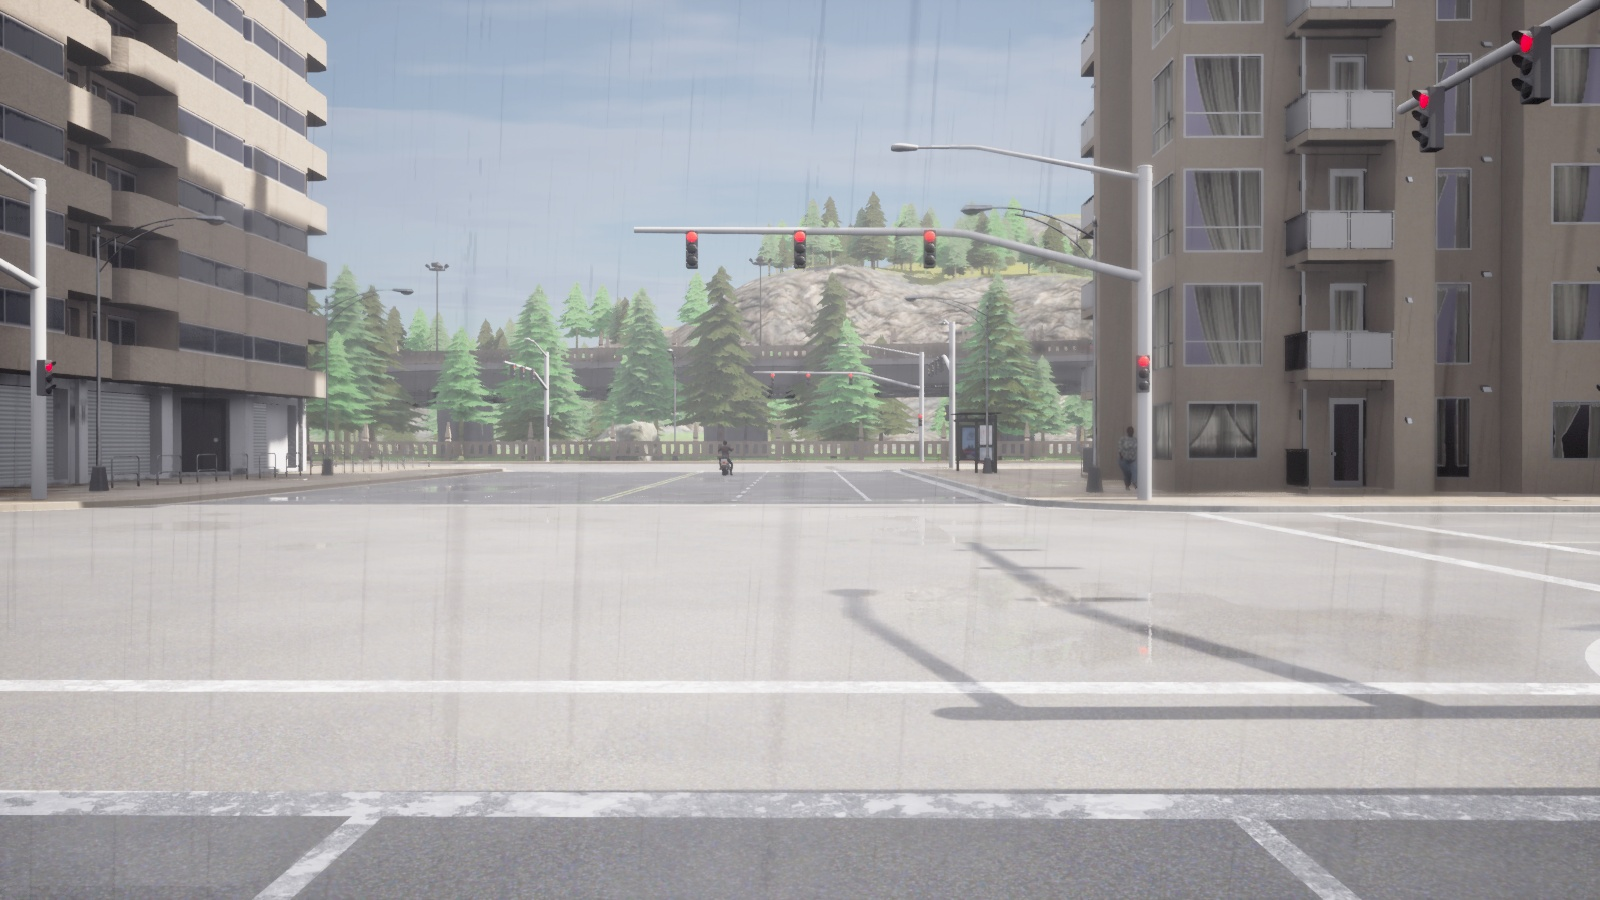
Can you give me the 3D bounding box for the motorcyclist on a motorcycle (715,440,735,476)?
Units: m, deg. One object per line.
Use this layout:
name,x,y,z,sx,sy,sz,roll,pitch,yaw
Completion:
motorcyclist on a motorcycle,-3.437,0.367,57.900,0.766,1.649,2.350,0,0,0

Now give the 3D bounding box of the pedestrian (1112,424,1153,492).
pedestrian,9.129,0.217,34.548,0.874,1.855,0.900,0,0,-1
